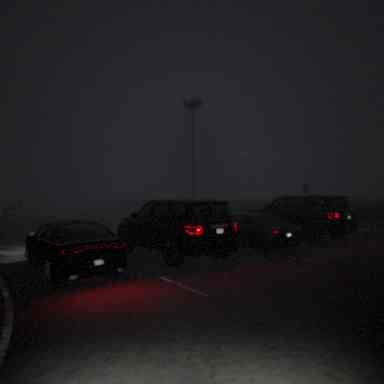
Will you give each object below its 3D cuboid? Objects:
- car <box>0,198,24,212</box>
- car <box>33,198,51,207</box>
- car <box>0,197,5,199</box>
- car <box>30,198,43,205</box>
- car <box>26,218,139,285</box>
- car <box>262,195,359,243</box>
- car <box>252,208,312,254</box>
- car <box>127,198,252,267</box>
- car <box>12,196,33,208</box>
[{"bbox_3d":[-25.722,2.024,47.395,1.882,1.535,5.008,-1,-1,-35],"label":"car"},{"bbox_3d":[-28.051,2.169,62.658,1.994,1.385,4.181,-1,0,-36],"label":"car"},{"bbox_3d":[-33.898,2.192,58.799,1.882,1.535,5.008,-1,0,-36],"label":"car"},{"bbox_3d":[-39.939,2.390,85.347,2.128,1.511,4.902,-1,0,-36],"label":"car"},{"bbox_3d":[-3.649,1.560,9.999,1.882,1.535,5.008,-1,0,-35],"label":"car"},{"bbox_3d":[4.982,1.155,15.969,2.150,2.045,5.566,-1,0,-35],"label":"car"},{"bbox_3d":[2.363,1.541,13.618,1.994,1.385,4.181,-1,0,-35],"label":"car"},{"bbox_3d":[-0.712,1.254,11.898,2.150,2.045,5.566,-1,0,-35],"label":"car"},{"bbox_3d":[-31.020,2.017,60.786,2.097,1.767,4.553,-1,0,-36],"label":"car"}]
